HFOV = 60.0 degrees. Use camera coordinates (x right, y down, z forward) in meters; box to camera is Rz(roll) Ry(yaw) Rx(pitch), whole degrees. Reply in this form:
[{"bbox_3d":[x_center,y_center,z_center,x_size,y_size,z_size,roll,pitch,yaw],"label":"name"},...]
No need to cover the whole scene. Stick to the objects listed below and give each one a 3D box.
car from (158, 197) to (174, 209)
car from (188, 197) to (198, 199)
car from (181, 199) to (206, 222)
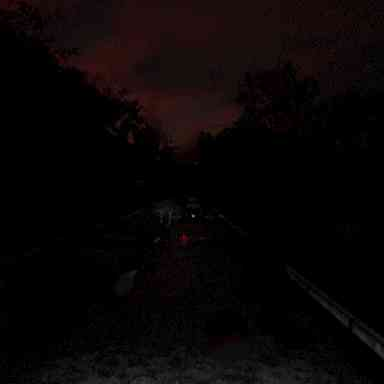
[{"bbox_3d":[-3.374,1.456,44.118,2.128,1.511,4.902,0,0,-1],"label":"car"},{"bbox_3d":[0.088,1.444,42.921,1.882,1.535,5.008,0,0,0],"label":"car"},{"bbox_3d":[0.101,1.519,26.212,1.812,1.442,4.674,0,0,0],"label":"car"}]
